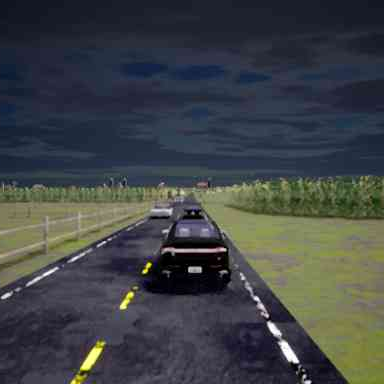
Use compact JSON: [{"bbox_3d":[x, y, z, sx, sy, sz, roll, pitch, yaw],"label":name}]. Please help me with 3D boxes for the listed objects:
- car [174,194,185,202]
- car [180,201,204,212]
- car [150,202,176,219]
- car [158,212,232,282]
[{"bbox_3d":[-2.759,1.429,72.426,2.150,2.045,5.566,0,0,0],"label":"car"},{"bbox_3d":[0.092,1.786,29.512,2.033,1.411,5.357,0,0,0],"label":"car"},{"bbox_3d":[-2.855,1.856,31.713,1.895,1.301,4.718,0,0,0],"label":"car"},{"bbox_3d":[0.080,1.578,10.002,2.128,1.511,4.902,0,0,0],"label":"car"}]
